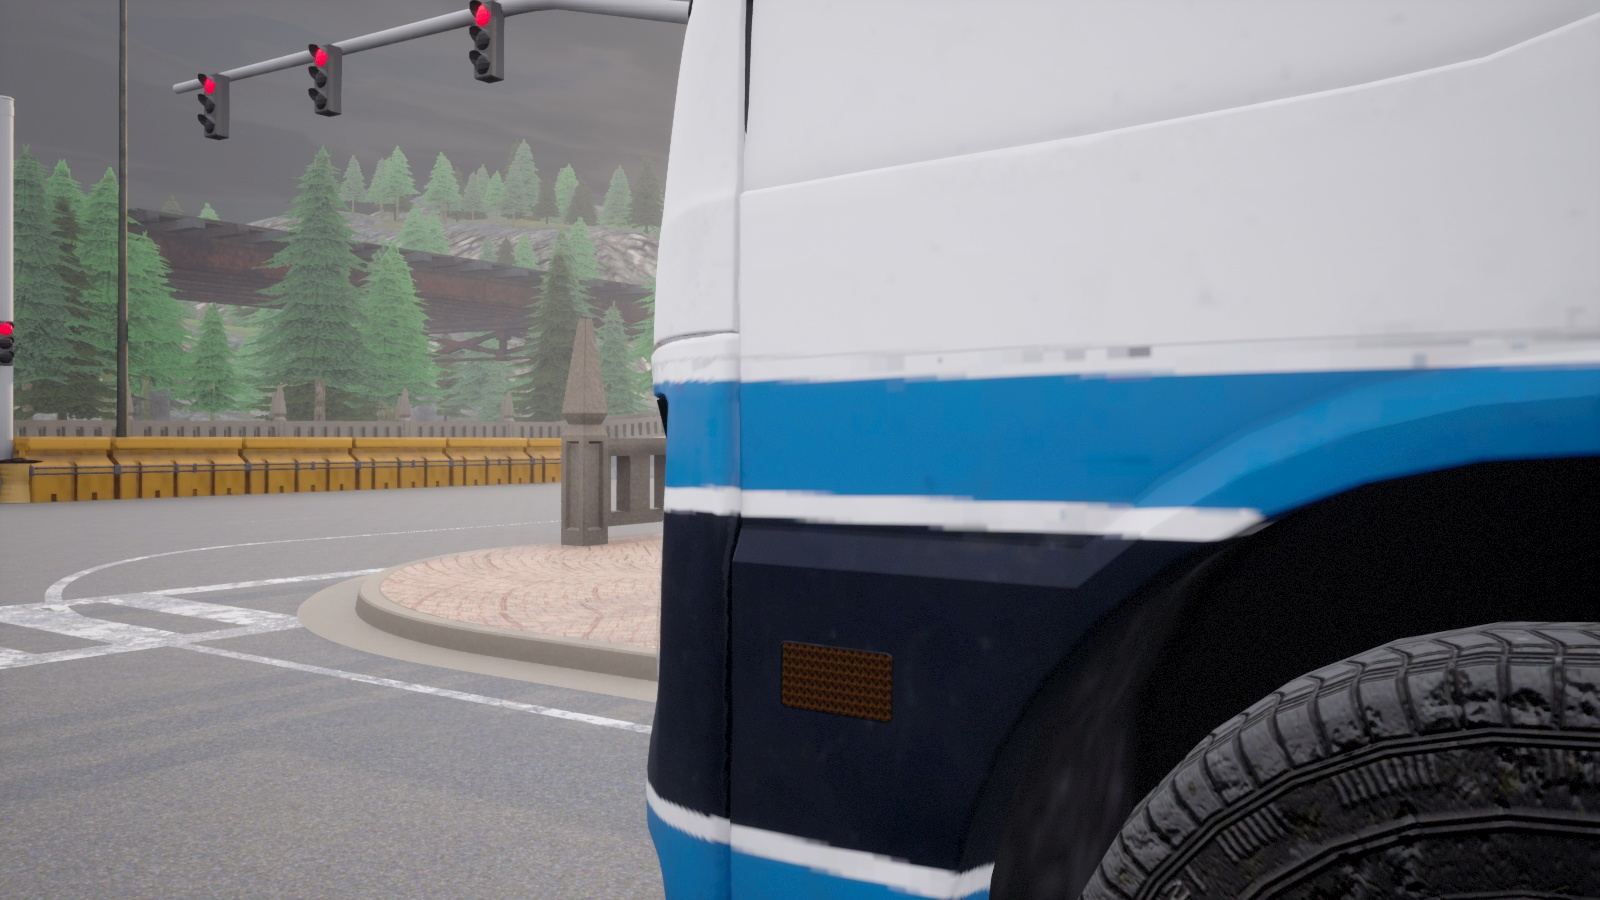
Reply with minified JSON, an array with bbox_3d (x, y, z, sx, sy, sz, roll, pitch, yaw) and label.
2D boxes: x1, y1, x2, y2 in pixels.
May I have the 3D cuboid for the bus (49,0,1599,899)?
[{"bbox_3d":[4.151,-0.694,0.838,10.273,4.253,3.944,0,1,34],"label":"bus"}]
